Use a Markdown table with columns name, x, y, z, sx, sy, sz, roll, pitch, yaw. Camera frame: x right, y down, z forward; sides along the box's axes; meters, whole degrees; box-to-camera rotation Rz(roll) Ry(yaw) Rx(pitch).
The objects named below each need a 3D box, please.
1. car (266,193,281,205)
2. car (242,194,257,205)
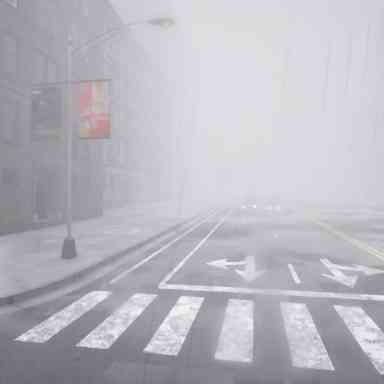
| name | x | y | z | sx | sy | sz | roll | pitch | yaw |
| --- | --- | --- | --- | --- | --- | --- | --- | --- | --- |
| car | 11.341 | 0.953 | 46.570 | 2.128 | 1.511 | 4.902 | 0 | 1 | 10 |
| car | 8.144 | 0.986 | 47.160 | 1.812 | 1.442 | 4.674 | 0 | 1 | 10 |
